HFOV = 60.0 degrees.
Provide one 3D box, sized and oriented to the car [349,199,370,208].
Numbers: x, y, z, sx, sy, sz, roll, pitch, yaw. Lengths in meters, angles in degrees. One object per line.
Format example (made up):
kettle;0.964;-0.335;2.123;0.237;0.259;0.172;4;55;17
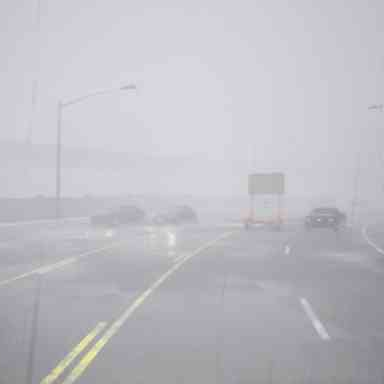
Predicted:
car;28.054;1.895;55.855;4.674;1.442;1.812;1;-1;-35

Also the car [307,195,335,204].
car;21.610;1.604;55.524;5.566;2.045;2.150;0;-1;-37

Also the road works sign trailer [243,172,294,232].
road works sign trailer;4.798;0.567;21.332;2.380;3.560;2.880;0;0;31

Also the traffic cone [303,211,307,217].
traffic cone;11.090;2.125;32.710;0.340;0.580;0.340;-1;0;31

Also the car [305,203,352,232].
car;8.540;1.645;21.017;2.033;1.411;5.357;0;0;31

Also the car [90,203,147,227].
car;-5.183;1.594;23.887;1.882;1.535;5.008;0;-1;24

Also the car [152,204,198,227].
car;-1.105;1.652;24.479;1.812;1.442;4.674;0;-1;27

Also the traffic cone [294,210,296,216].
traffic cone;10.236;2.134;33.230;0.340;0.580;0.340;-1;-1;31
